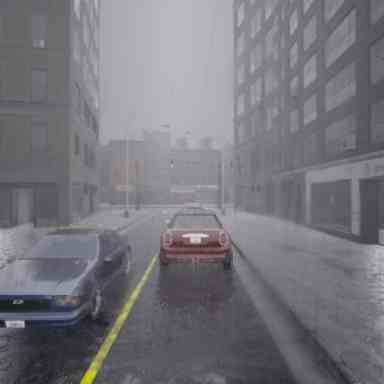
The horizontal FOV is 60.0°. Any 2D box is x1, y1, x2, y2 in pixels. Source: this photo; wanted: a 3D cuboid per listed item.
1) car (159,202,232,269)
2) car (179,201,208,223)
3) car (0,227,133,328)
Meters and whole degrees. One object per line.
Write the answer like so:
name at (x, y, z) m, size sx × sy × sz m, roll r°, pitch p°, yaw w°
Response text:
car at (0.101, 1.364, 11.364) m, size 2.097 × 1.767 × 4.553 m, roll 0°, pitch 0°, yaw 0°
car at (0.105, 1.520, 27.036) m, size 2.128 × 1.511 × 4.902 m, roll 0°, pitch 0°, yaw 0°
car at (-2.599, 1.556, 7.548) m, size 2.033 × 1.411 × 5.357 m, roll 0°, pitch 0°, yaw 0°
